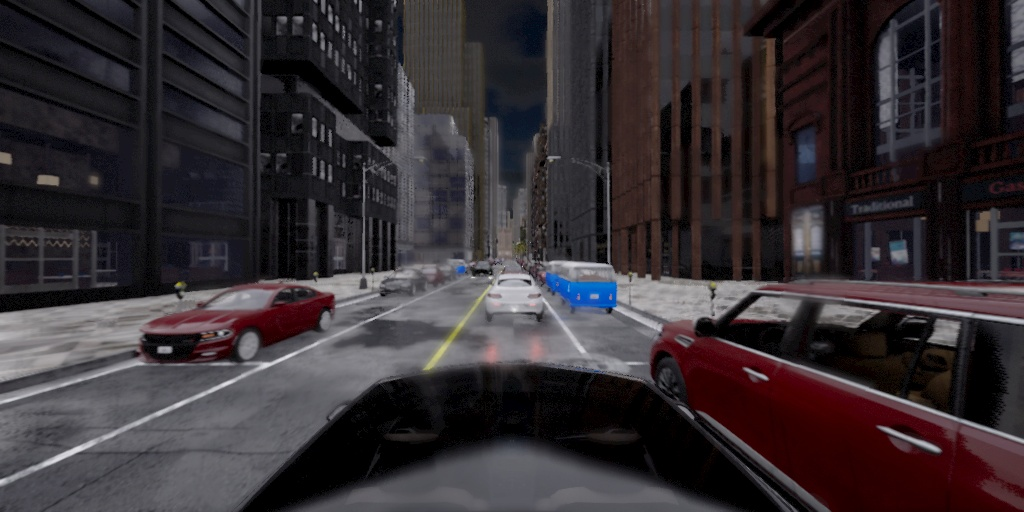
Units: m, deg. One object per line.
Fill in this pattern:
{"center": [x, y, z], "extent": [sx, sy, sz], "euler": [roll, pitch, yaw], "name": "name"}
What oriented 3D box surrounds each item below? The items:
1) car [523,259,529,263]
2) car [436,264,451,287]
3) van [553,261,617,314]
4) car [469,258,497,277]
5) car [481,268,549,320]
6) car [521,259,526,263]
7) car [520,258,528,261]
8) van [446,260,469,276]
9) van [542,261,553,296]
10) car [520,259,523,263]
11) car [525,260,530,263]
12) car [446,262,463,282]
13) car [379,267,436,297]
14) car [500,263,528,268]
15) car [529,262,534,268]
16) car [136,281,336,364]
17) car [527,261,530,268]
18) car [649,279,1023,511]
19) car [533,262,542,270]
{"center": [2.774, 1.482, 47.832], "extent": [1.751, 1.417, 4.829], "euler": [0, 0, 0], "name": "car"}
{"center": [-5.756, 1.432, 25.102], "extent": [1.802, 1.307, 4.207], "euler": [0, 0, 0], "name": "car"}
{"center": [2.766, 1.141, 13.844], "extent": [1.690, 1.789, 3.998], "euler": [0, 0, 0], "name": "van"}
{"center": [-3.084, 1.264, 38.523], "extent": [2.097, 1.767, 4.553], "euler": [0, 0, 0], "name": "car"}
{"center": [0.089, 1.321, 12.655], "extent": [1.812, 1.442, 4.674], "euler": [0, 0, 0], "name": "car"}
{"center": [2.776, 1.551, 53.298], "extent": [1.948, 1.339, 4.313], "euler": [0, 0, 0], "name": "car"}
{"center": [2.779, 1.571, 64.741], "extent": [1.751, 1.417, 4.829], "euler": [0, 0, 0], "name": "car"}
{"center": [-5.753, 1.242, 36.375], "extent": [1.690, 1.789, 3.998], "euler": [0, 0, 0], "name": "van"}
{"center": [2.767, 1.166, 19.480], "extent": [1.690, 1.789, 3.998], "euler": [0, 0, 0], "name": "van"}
{"center": [2.777, 1.561, 58.935], "extent": [1.888, 1.381, 4.507], "euler": [0, 0, 0], "name": "car"}
{"center": [2.773, 1.495, 42.026], "extent": [1.948, 1.339, 4.313], "euler": [0, 0, 0], "name": "car"}
{"center": [-5.755, 1.426, 30.739], "extent": [2.007, 1.370, 4.403], "euler": [0, 0, 0], "name": "car"}
{"center": [-5.758, 1.375, 19.466], "extent": [2.007, 1.370, 4.403], "euler": [0, 0, 0], "name": "car"}
{"center": [0.100, 1.470, 29.450], "extent": [1.895, 1.301, 4.718], "euler": [0, 0, 0], "name": "car"}
{"center": [2.770, 1.441, 30.753], "extent": [1.948, 1.339, 4.313], "euler": [0, 0, 0], "name": "car"}
{"center": [-5.760, 1.322, 8.194], "extent": [1.888, 1.381, 4.507], "euler": [0, 0, 0], "name": "car"}
{"center": [2.772, 1.483, 36.389], "extent": [1.802, 1.307, 4.207], "euler": [0, 0, 0], "name": "car"}
{"center": [2.763, 1.068, 2.571], "extent": [2.192, 1.841, 5.009], "euler": [0, 0, 0], "name": "car"}
{"center": [2.769, 1.289, 25.116], "extent": [1.967, 1.591, 4.097], "euler": [0, 0, 0], "name": "car"}
